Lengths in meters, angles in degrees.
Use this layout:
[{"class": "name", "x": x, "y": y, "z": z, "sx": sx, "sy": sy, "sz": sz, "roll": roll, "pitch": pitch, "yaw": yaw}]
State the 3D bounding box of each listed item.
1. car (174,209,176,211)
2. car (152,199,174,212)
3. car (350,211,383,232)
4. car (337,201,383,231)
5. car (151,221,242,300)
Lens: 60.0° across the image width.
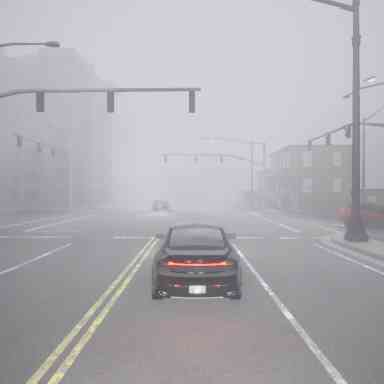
[{"class": "car", "x": -3.607, "y": 4.008, "z": 58.584, "sx": 2.150, "sy": 2.045, "sz": 5.566, "roll": 0, "pitch": -13, "yaw": 0}, {"class": "car", "x": -3.578, "y": 1.550, "z": 38.979, "sx": 2.128, "sy": 1.511, "sz": 4.902, "roll": 0, "pitch": -2, "yaw": -1}, {"class": "car", "x": 16.056, "y": 2.655, "z": 28.274, "sx": 4.181, "sy": 1.385, "sz": 1.994, "roll": 8, "pitch": 0, "yaw": 0}, {"class": "car", "x": 13.694, "y": 1.950, "z": 24.456, "sx": 5.566, "sy": 2.045, "sz": 2.150, "roll": 8, "pitch": 0, "yaw": 0}, {"class": "car", "x": 0.096, "y": 1.505, "z": 8.393, "sx": 1.837, "sy": 1.490, "sz": 4.892, "roll": 0, "pitch": 0, "yaw": 0}]
